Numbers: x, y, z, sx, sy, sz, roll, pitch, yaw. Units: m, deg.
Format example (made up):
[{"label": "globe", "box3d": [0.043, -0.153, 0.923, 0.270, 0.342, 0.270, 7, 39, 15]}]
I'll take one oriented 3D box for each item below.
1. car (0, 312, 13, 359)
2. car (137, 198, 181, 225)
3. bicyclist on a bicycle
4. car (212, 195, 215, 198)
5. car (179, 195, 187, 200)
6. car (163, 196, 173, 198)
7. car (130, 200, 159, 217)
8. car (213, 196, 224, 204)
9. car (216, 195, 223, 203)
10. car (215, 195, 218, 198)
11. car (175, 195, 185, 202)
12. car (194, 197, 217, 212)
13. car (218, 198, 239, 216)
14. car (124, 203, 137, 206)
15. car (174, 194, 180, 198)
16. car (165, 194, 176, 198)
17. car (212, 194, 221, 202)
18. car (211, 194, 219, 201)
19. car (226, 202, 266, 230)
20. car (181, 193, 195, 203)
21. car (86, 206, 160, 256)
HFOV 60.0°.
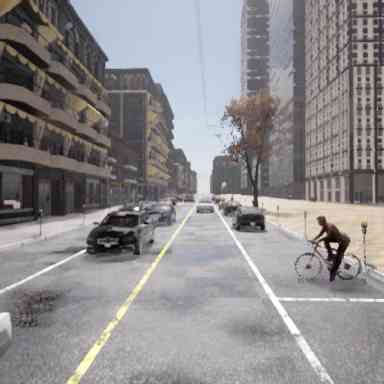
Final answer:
[{"label": "car", "box3d": [-3.136, 1.599, 1.640, 1.895, 1.301, 4.718, 0, 0, 4]}, {"label": "car", "box3d": [-2.217, 1.468, 23.790, 2.128, 1.511, 4.902, 0, 0, 2]}, {"label": "bicyclist on a bicycle", "box3d": [3.404, 1.411, 8.328, 1.656, 1.620, 0.582, 0, 0, 2]}, {"label": "car", "box3d": [2.022, 1.504, 50.743, 2.033, 1.411, 5.357, 0, 0, 3]}, {"label": "car", "box3d": [-2.316, 1.500, 87.717, 1.947, 1.339, 4.313, 1, 0, 2]}, {"label": "car", "box3d": [-4.053, 1.526, 43.194, 1.947, 1.339, 4.313, 1, 0, 2]}, {"label": "car", "box3d": [-4.487, 1.519, 32.063, 2.008, 1.369, 4.403, 1, 0, 2]}, {"label": "car", "box3d": [5.190, 1.499, 65.126, 2.008, 1.369, 4.403, 1, 0, 2]}, {"label": "car", "box3d": [4.328, 1.487, 43.036, 1.752, 1.417, 4.829, 1, 0, 2]}, {"label": "car", "box3d": [4.972, 1.502, 59.563, 2.008, 1.369, 4.403, 1, 0, 2]}, {"label": "car", "box3d": [-2.750, 1.484, 76.585, 1.887, 1.381, 4.507, 1, 0, 2]}, {"label": "car", "box3d": [1.509, 1.566, 37.649, 1.895, 1.301, 4.718, 0, 0, 3]}, {"label": "car", "box3d": [3.886, 1.521, 31.735, 2.008, 1.369, 4.403, 1, 0, 2]}, {"label": "car", "box3d": [-4.704, 1.539, 26.497, 1.947, 1.339, 4.313, 1, 0, 2]}, {"label": "car", "box3d": [-3.615, 1.268, 54.325, 2.192, 1.841, 5.009, 1, 0, 2]}, {"label": "car", "box3d": [-3.842, 1.482, 48.589, 1.752, 1.417, 4.829, 1, 0, 2]}, {"label": "car", "box3d": [5.625, 1.382, 76.257, 1.967, 1.590, 4.097, 1, 0, 2]}, {"label": "car", "box3d": [6.060, 1.376, 87.389, 1.967, 1.590, 4.097, 1, 0, 2]}, {"label": "car", "box3d": [3.452, 1.531, 20.604, 2.008, 1.369, 4.403, 1, 0, 2]}, {"label": "car", "box3d": [-0.457, 1.298, 67.255, 2.097, 1.767, 4.553, 0, 0, 3]}, {"label": "car", "box3d": [-2.641, 1.492, 13.214, 1.837, 1.490, 4.892, 0, 0, 2]}]
